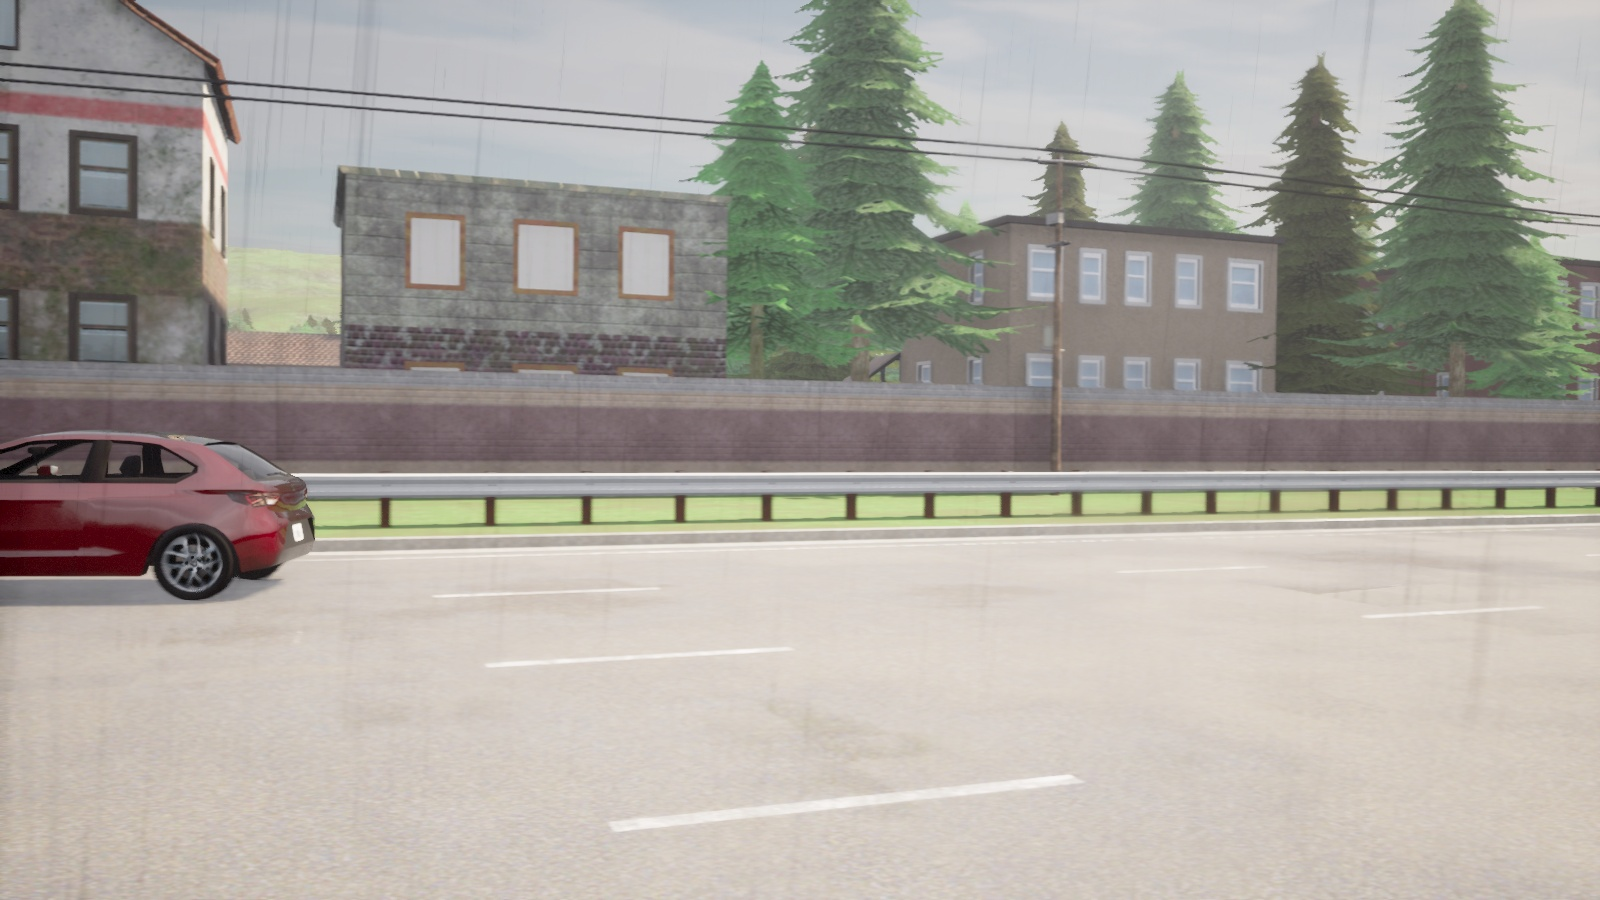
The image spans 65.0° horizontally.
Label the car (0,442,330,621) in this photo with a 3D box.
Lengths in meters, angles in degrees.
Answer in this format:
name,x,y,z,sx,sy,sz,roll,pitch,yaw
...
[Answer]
name,x,y,z,sx,sy,sz,roll,pitch,yaw
car,-6.731,0.697,11.516,4.193,1.474,1.816,-1,1,-6
